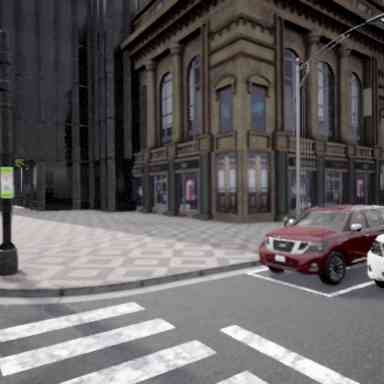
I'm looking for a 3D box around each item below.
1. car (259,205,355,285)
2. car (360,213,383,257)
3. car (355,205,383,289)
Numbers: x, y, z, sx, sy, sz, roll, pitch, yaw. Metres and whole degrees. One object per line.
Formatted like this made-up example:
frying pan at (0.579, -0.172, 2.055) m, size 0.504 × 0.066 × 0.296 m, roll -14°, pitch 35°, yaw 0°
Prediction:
car at (4.224, 1.327, 9.677) m, size 5.009 × 1.841 × 2.192 m, roll 0°, pitch -1°, yaw -35°
car at (8.599, 1.543, 12.794) m, size 4.829 × 1.417 × 1.752 m, roll 0°, pitch -1°, yaw -35°
car at (6.522, 1.235, 8.025) m, size 5.566 × 2.045 × 2.150 m, roll 0°, pitch 0°, yaw -35°
